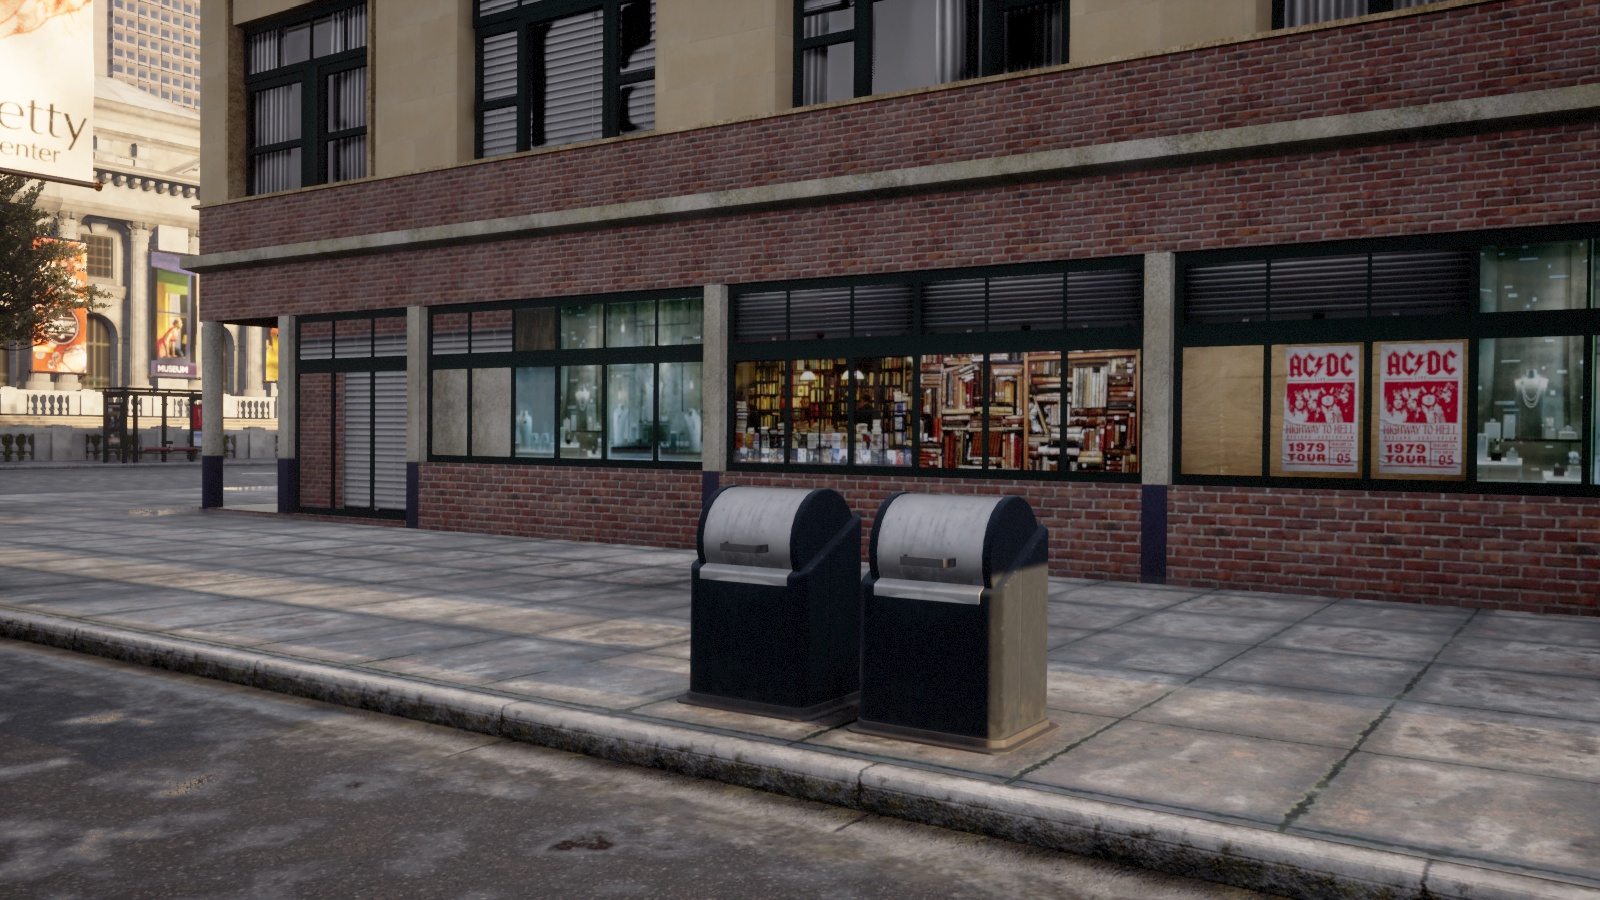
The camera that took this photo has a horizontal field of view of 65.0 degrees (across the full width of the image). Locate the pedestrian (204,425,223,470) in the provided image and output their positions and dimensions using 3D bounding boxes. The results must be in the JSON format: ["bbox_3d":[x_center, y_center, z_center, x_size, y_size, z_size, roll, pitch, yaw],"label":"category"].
[{"bbox_3d":[-24.028,-0.097,51.449,0.345,1.836,0.594,0,1,27],"label":"pedestrian"}]
